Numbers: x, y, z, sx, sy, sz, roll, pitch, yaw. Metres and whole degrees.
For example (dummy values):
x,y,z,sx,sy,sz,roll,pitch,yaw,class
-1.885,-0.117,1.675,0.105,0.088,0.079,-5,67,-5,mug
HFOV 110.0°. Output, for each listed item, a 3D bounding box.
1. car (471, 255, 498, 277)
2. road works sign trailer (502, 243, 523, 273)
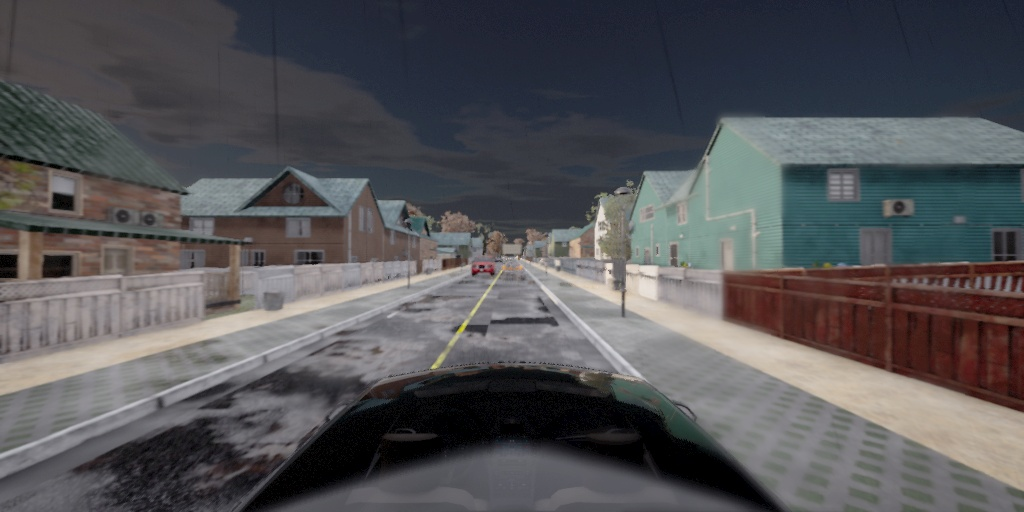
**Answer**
x,y,z,sx,sy,sz,roll,pitch,yaw,class
-2.845,0.967,36.548,2.150,2.045,5.566,0,0,0,car
-0.007,0.207,42.792,2.380,3.560,2.880,0,0,0,road works sign trailer
